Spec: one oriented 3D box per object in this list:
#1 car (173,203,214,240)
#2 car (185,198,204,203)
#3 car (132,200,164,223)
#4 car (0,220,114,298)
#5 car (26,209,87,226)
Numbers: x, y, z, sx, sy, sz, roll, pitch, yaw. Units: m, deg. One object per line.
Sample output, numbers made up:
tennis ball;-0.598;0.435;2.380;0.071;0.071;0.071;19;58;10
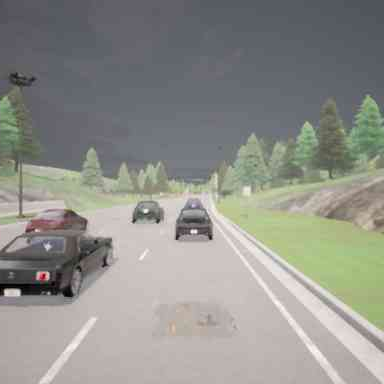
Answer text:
car;0.095;1.569;17.541;1.837;1.490;4.892;0;0;0
car;0.232;1.487;37.160;2.097;1.767;4.553;0;0;1
car;-3.400;1.448;26.470;2.097;1.767;4.553;0;0;0
car;-3.402;1.632;8.538;1.895;1.301;4.718;0;0;0
car;-6.903;1.588;17.351;1.812;1.442;4.674;0;0;0
